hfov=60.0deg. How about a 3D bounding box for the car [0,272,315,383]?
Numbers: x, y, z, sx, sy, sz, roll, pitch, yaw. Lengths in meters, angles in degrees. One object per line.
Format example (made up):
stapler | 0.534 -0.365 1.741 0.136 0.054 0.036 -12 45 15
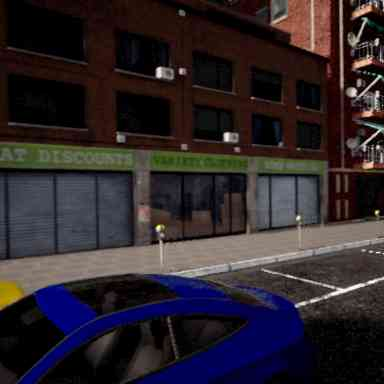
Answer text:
car | -0.880 1.526 2.735 4.674 1.442 1.812 0 0 -36

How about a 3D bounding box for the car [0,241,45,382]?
car | -4.326 1.527 3.490 4.829 1.417 1.752 0 -1 -35
